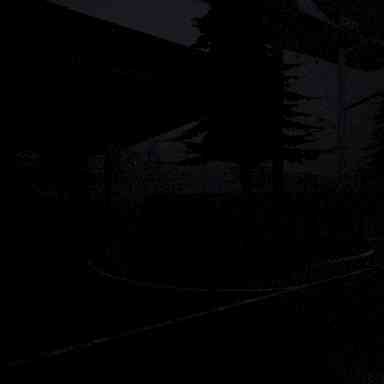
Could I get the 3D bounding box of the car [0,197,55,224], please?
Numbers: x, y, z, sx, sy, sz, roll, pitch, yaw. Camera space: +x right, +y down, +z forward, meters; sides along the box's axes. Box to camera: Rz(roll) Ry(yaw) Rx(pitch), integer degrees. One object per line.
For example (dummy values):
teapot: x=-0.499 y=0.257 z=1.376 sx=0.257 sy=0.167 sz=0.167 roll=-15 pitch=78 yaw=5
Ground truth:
car: x=-11.918 y=1.313 z=23.510 sx=3.866 sy=1.878 sz=1.905 roll=0 pitch=0 yaw=-36
